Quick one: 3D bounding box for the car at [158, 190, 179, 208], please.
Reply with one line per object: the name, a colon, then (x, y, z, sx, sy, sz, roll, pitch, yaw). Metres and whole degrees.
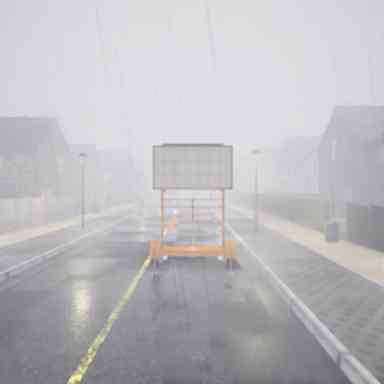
car: (-2.761, 0.793, 40.301, 2.150, 2.045, 5.566, 0, 0, 0)

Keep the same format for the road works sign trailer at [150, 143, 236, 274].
road works sign trailer: (0.028, 0.337, 10.053, 2.380, 3.560, 2.880, 0, 1, 1)
